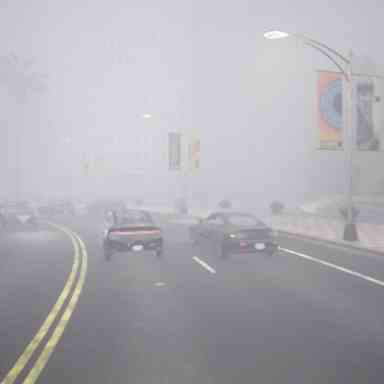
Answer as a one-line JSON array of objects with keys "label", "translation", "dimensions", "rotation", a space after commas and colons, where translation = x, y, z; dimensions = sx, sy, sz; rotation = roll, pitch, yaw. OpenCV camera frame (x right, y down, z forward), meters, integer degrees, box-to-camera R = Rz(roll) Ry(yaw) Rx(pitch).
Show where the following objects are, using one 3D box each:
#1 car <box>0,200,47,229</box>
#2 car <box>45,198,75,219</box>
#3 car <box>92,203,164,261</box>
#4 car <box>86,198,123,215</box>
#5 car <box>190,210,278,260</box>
[{"label": "car", "translation": [-10.915, 1.321, 20.633], "dimensions": [2.128, 1.511, 4.902], "rotation": [-1, 1, -37]}, {"label": "car", "translation": [-11.008, 1.253, 26.481], "dimensions": [2.128, 1.511, 4.902], "rotation": [-1, 1, -42]}, {"label": "car", "translation": [-2.291, 1.367, 11.859], "dimensions": [2.128, 1.511, 4.902], "rotation": [0, 1, -18]}, {"label": "car", "translation": [-7.125, 1.219, 27.290], "dimensions": [2.128, 1.511, 4.902], "rotation": [-1, 1, -39]}, {"label": "car", "translation": [1.328, 1.377, 11.873], "dimensions": [1.812, 1.442, 4.674], "rotation": [0, 1, -16]}]
